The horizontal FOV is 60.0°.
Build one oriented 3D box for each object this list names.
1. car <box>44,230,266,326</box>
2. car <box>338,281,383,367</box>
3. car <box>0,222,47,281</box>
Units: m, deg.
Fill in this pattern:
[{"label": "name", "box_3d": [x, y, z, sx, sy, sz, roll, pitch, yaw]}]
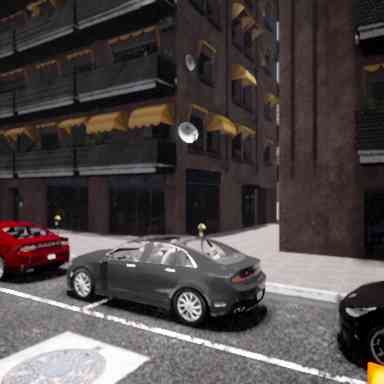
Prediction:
[{"label": "car", "box_3d": [-0.708, 1.548, 6.869, 4.403, 1.369, 2.008, 0, 0, 31]}, {"label": "car", "box_3d": [4.134, 1.565, 3.995, 4.313, 1.339, 1.947, 0, 0, 31]}, {"label": "car", "box_3d": [-5.550, 1.540, 9.743, 4.507, 1.381, 1.887, 0, 0, 31]}]
